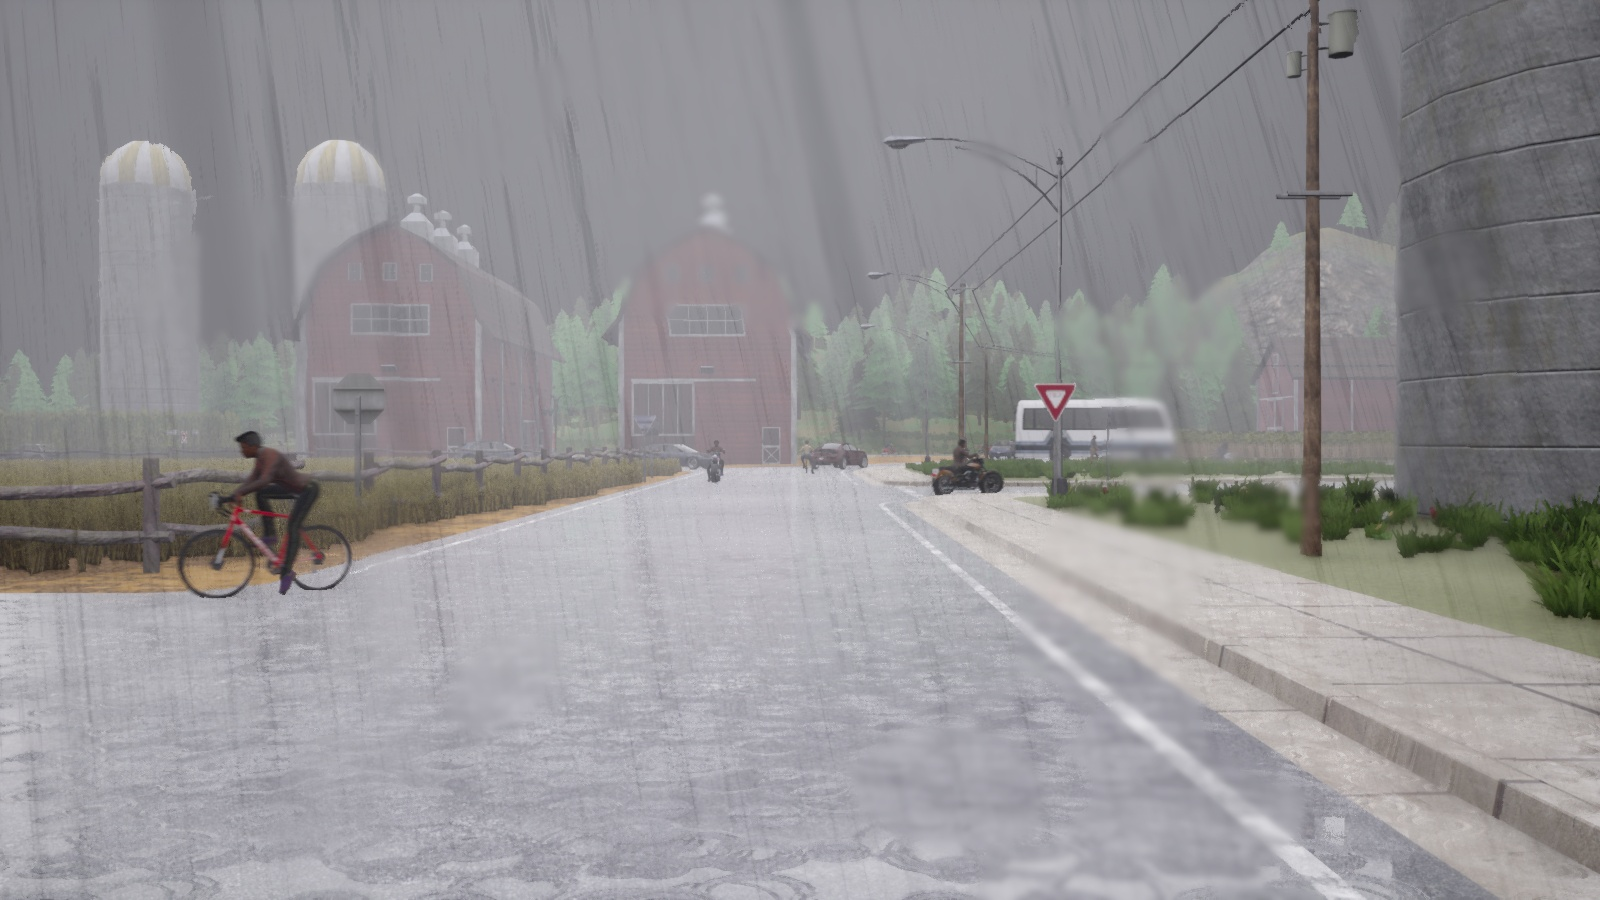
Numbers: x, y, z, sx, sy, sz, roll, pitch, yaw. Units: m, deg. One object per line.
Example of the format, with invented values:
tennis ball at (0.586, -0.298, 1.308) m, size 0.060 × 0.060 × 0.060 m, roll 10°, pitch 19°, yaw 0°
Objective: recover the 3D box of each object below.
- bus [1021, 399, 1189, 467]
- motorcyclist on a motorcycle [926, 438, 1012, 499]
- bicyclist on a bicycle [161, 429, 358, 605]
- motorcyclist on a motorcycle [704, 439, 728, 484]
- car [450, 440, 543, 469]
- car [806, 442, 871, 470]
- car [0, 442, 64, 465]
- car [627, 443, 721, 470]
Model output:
bus at (19.543, -1.079, 80.959) m, size 10.273 × 4.253 × 3.944 m, roll 0°, pitch 0°, yaw 11°
motorcyclist on a motorcycle at (4.746, 0.502, 35.199) m, size 2.350 × 1.649 × 0.766 m, roll 0°, pitch 2°, yaw -29°
bicyclist on a bicycle at (-5.300, 0.625, 12.356) m, size 1.656 × 1.620 × 0.582 m, roll 0°, pitch -2°, yaw -39°
motorcyclist on a motorcycle at (-3.215, 0.423, 48.118) m, size 0.766 × 1.649 × 2.350 m, roll 0°, pitch 0°, yaw 0°
car at (-17.423, 0.253, 72.238) m, size 4.856 × 1.649 × 2.033 m, roll 0°, pitch 0°, yaw -3°
car at (2.227, 0.300, 71.231) m, size 1.882 × 1.535 × 5.008 m, roll 0°, pitch 1°, yaw 25°
car at (-50.524, 0.208, 82.085) m, size 3.806 × 1.475 × 1.970 m, roll 0°, pitch 0°, yaw 9°
car at (-7.105, 0.339, 70.914) m, size 4.792 × 1.488 × 2.163 m, roll 0°, pitch 0°, yaw 21°
